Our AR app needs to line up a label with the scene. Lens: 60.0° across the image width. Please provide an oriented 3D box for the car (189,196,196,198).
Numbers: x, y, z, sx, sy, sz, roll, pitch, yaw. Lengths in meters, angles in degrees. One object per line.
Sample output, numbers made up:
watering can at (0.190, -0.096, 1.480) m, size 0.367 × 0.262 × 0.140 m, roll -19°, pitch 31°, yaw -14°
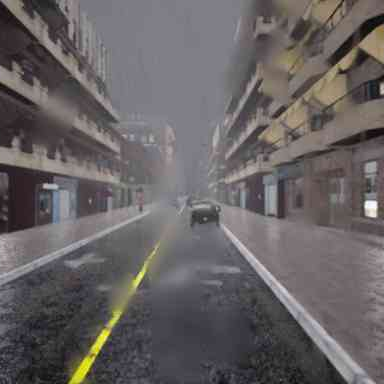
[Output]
car at (0.824, 1.496, 32.807) m, size 1.801 × 1.575 × 5.366 m, roll 0°, pitch 0°, yaw 0°

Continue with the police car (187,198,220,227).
police car at (0.824, 1.436, 22.724) m, size 1.930 × 1.638 × 5.238 m, roll 0°, pitch 0°, yaw 0°

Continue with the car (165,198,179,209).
car at (-2.834, 1.654, 48.701) m, size 2.033 × 1.411 × 5.357 m, roll 0°, pitch 0°, yaw 0°

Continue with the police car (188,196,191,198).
police car at (0.824, 1.489, 38.727) m, size 1.930 × 1.638 × 5.238 m, roll 0°, pitch 0°, yaw 0°

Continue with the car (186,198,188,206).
car at (-0.001, 1.501, 58.341) m, size 2.097 × 1.767 × 4.553 m, roll 0°, pitch 0°, yaw 0°
